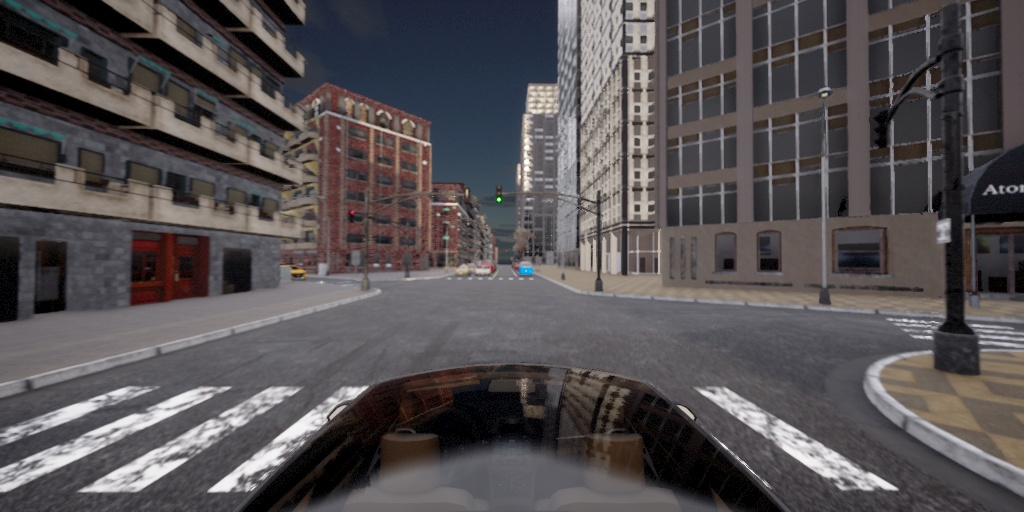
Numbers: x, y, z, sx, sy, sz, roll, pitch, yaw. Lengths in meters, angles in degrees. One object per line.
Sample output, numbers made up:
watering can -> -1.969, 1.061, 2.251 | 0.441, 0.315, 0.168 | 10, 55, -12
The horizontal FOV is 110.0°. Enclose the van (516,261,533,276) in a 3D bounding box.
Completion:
van -> 1.721, 1.643, 45.746 | 1.690, 1.789, 3.998 | 0, 0, -1

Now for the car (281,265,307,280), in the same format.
car -> -22.920, 1.689, 36.898 | 5.008, 1.535, 1.882 | -1, -1, 40

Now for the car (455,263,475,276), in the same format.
car -> -6.155, 1.780, 45.432 | 1.751, 1.417, 4.829 | 0, 0, -1

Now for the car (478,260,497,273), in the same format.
car -> -3.847, 1.620, 55.277 | 2.150, 2.045, 5.566 | 0, -1, -1

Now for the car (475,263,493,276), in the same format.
car -> -3.691, 1.872, 45.767 | 1.895, 1.301, 4.718 | 0, -1, -3
